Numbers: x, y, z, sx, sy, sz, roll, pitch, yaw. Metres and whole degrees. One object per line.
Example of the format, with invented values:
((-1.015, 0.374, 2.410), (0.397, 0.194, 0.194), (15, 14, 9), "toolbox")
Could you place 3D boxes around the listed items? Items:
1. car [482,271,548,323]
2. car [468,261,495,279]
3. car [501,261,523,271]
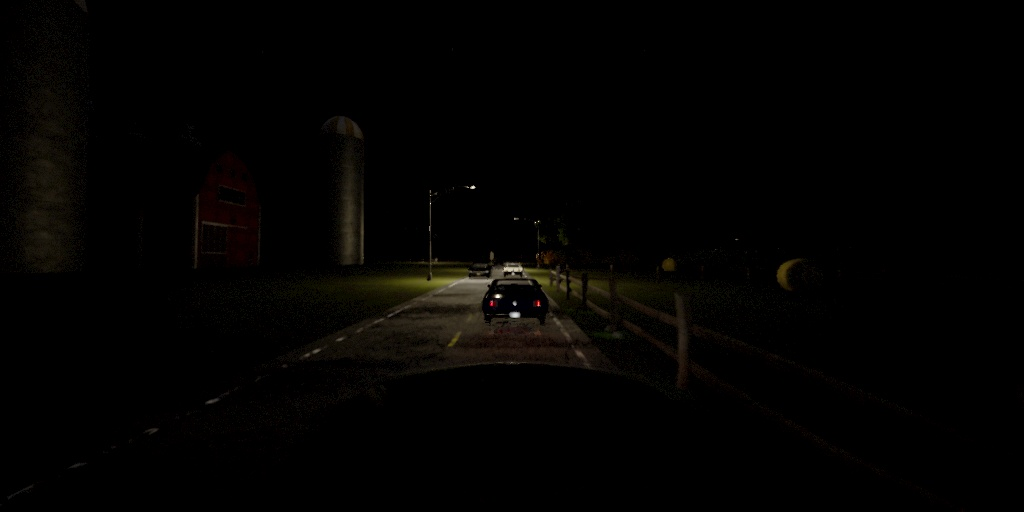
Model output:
((0.091, 1.360, 12.221), (1.895, 1.301, 4.718), (0, 0, 0), "car")
((-2.831, 1.265, 32.842), (1.882, 1.535, 5.008), (0, 0, 0), "car")
((0.109, 1.393, 36.302), (1.895, 1.301, 4.718), (0, 0, 0), "car")
